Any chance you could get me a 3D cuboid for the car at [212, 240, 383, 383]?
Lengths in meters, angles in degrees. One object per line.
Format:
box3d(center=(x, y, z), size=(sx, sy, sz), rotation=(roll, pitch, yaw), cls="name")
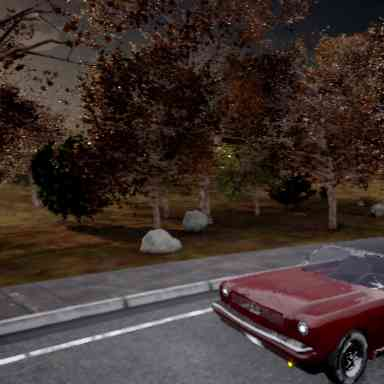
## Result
box3d(center=(2.699, 1.523, 5.265), size=(4.718, 1.301, 1.895), rotation=(-1, 1, -30), cls="car")
